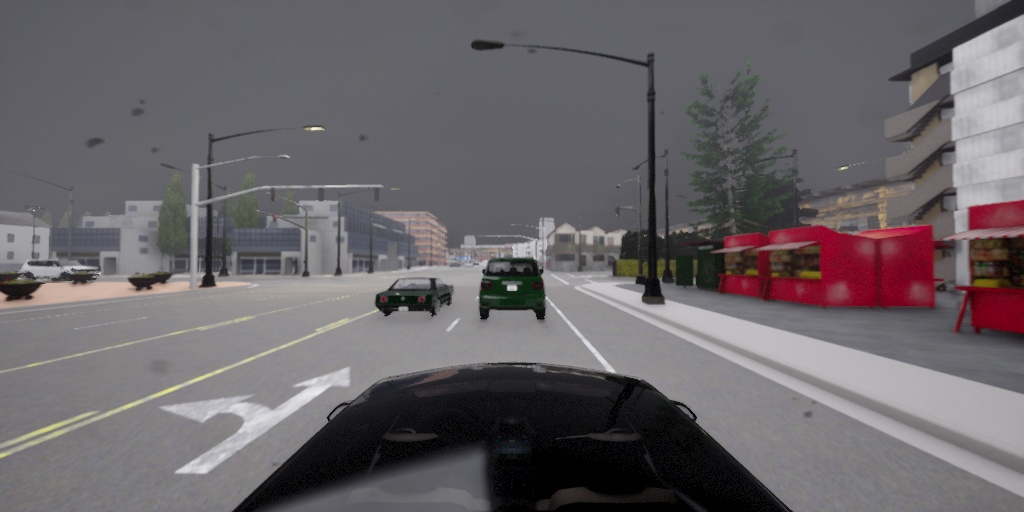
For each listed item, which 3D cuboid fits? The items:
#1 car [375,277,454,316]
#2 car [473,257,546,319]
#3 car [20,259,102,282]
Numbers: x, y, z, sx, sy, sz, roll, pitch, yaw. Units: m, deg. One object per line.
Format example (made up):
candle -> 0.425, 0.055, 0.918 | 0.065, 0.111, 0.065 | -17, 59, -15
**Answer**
car -> -3.468, 1.443, 13.756 | 1.895, 1.301, 4.718 | 0, -1, 1
car -> 0.027, 1.060, 13.324 | 2.150, 2.045, 5.566 | 0, 0, 0
car -> -40.181, 1.294, 31.976 | 5.566, 2.045, 2.150 | 0, -1, 1
